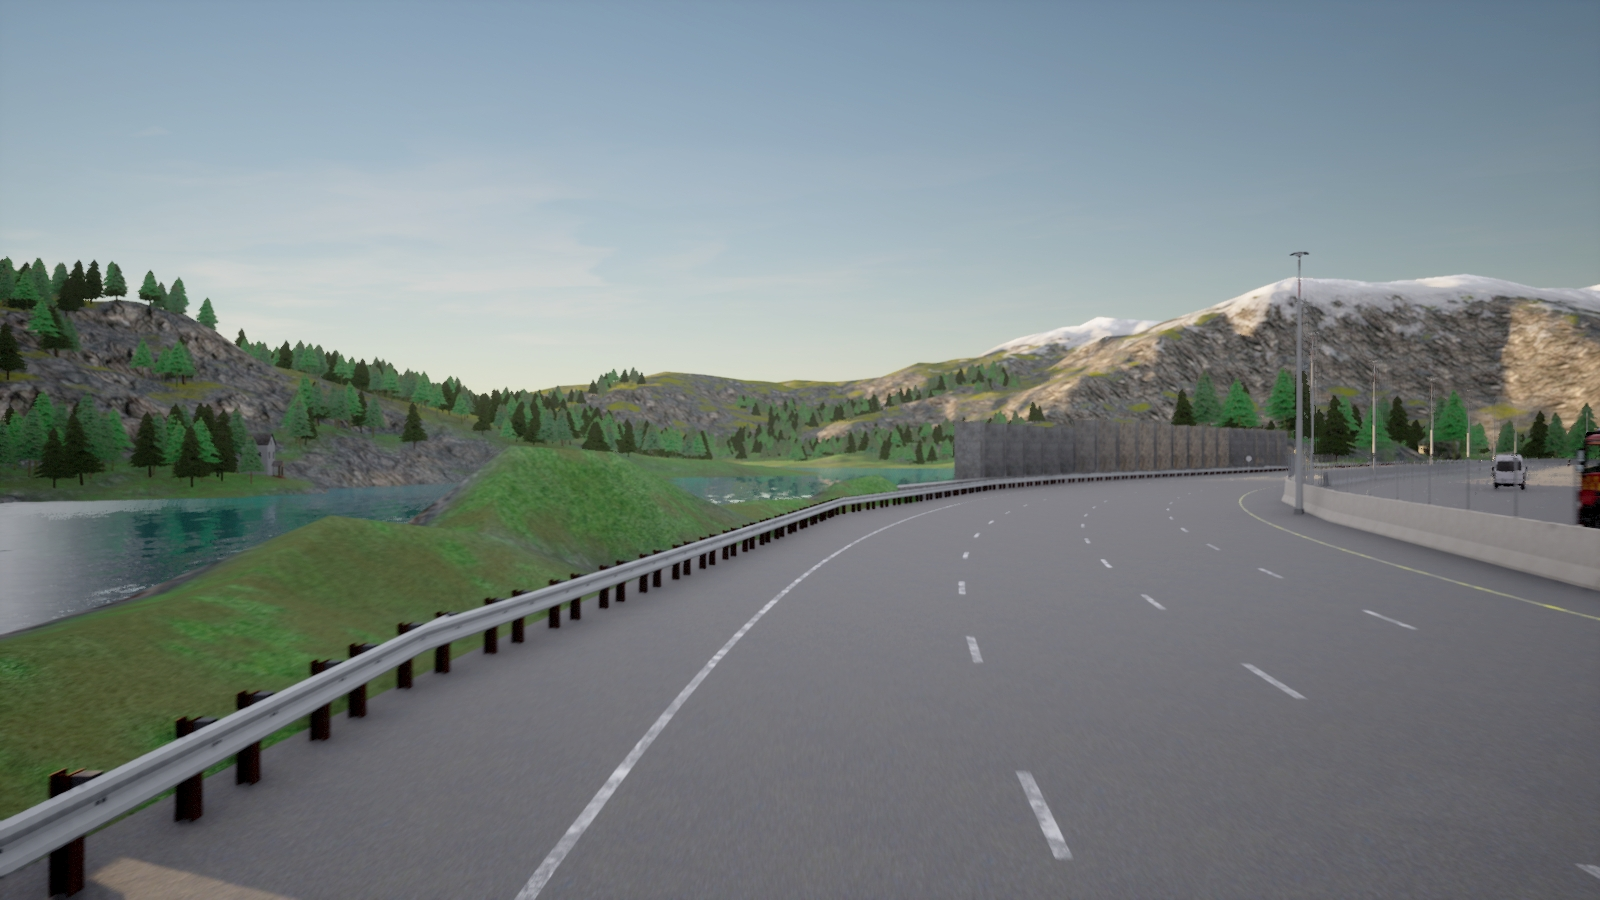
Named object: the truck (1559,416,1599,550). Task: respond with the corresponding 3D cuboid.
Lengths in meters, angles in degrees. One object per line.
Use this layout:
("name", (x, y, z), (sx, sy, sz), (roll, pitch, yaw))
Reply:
("truck", (23.993, 0.935, 30.759), (2.891, 3.827, 8.468), (0, 0, 11))
